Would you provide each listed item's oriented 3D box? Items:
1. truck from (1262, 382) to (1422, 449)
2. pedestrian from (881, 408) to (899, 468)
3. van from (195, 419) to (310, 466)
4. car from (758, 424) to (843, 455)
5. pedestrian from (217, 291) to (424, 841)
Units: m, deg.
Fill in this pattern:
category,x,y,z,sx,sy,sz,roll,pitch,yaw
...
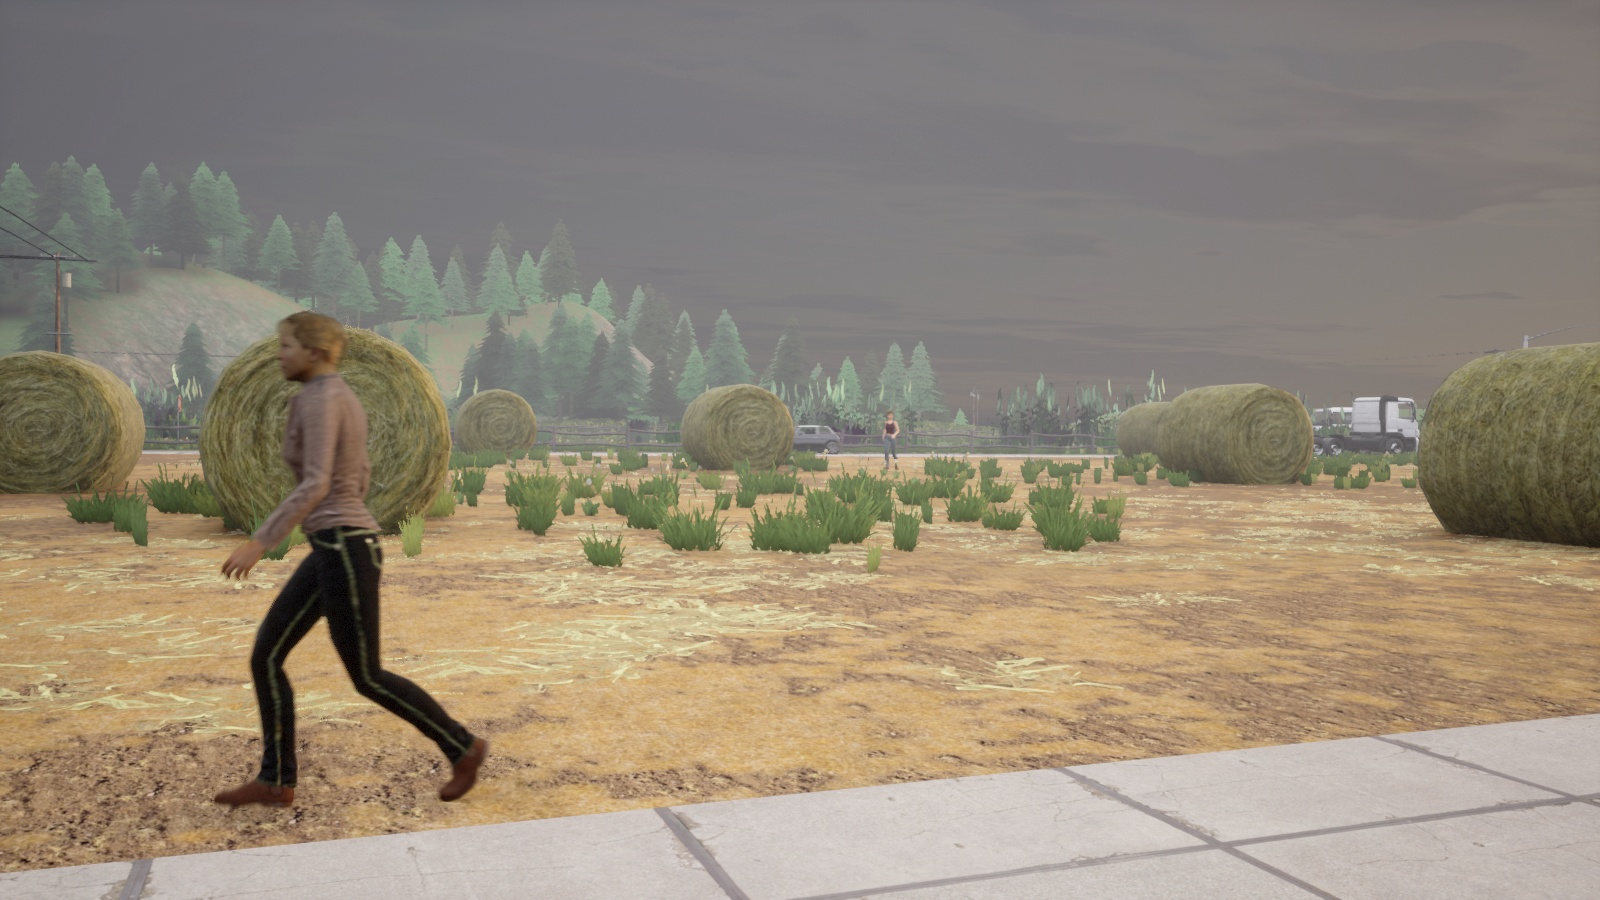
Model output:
category,x,y,z,sx,sy,sz,roll,pitch,yaw
truck,29.339,-1.891,68.008,7.936,3.462,2.891,-1,1,-17
pedestrian,2.740,-0.369,38.331,0.345,1.836,0.594,0,1,24
van,-24.080,-0.362,55.379,4.442,1.987,1.775,-1,1,-17
car,0.009,-0.542,62.734,3.806,1.475,1.970,-1,1,-17
pedestrian,-1.688,0.384,4.467,0.634,1.846,0.331,-1,1,-19
